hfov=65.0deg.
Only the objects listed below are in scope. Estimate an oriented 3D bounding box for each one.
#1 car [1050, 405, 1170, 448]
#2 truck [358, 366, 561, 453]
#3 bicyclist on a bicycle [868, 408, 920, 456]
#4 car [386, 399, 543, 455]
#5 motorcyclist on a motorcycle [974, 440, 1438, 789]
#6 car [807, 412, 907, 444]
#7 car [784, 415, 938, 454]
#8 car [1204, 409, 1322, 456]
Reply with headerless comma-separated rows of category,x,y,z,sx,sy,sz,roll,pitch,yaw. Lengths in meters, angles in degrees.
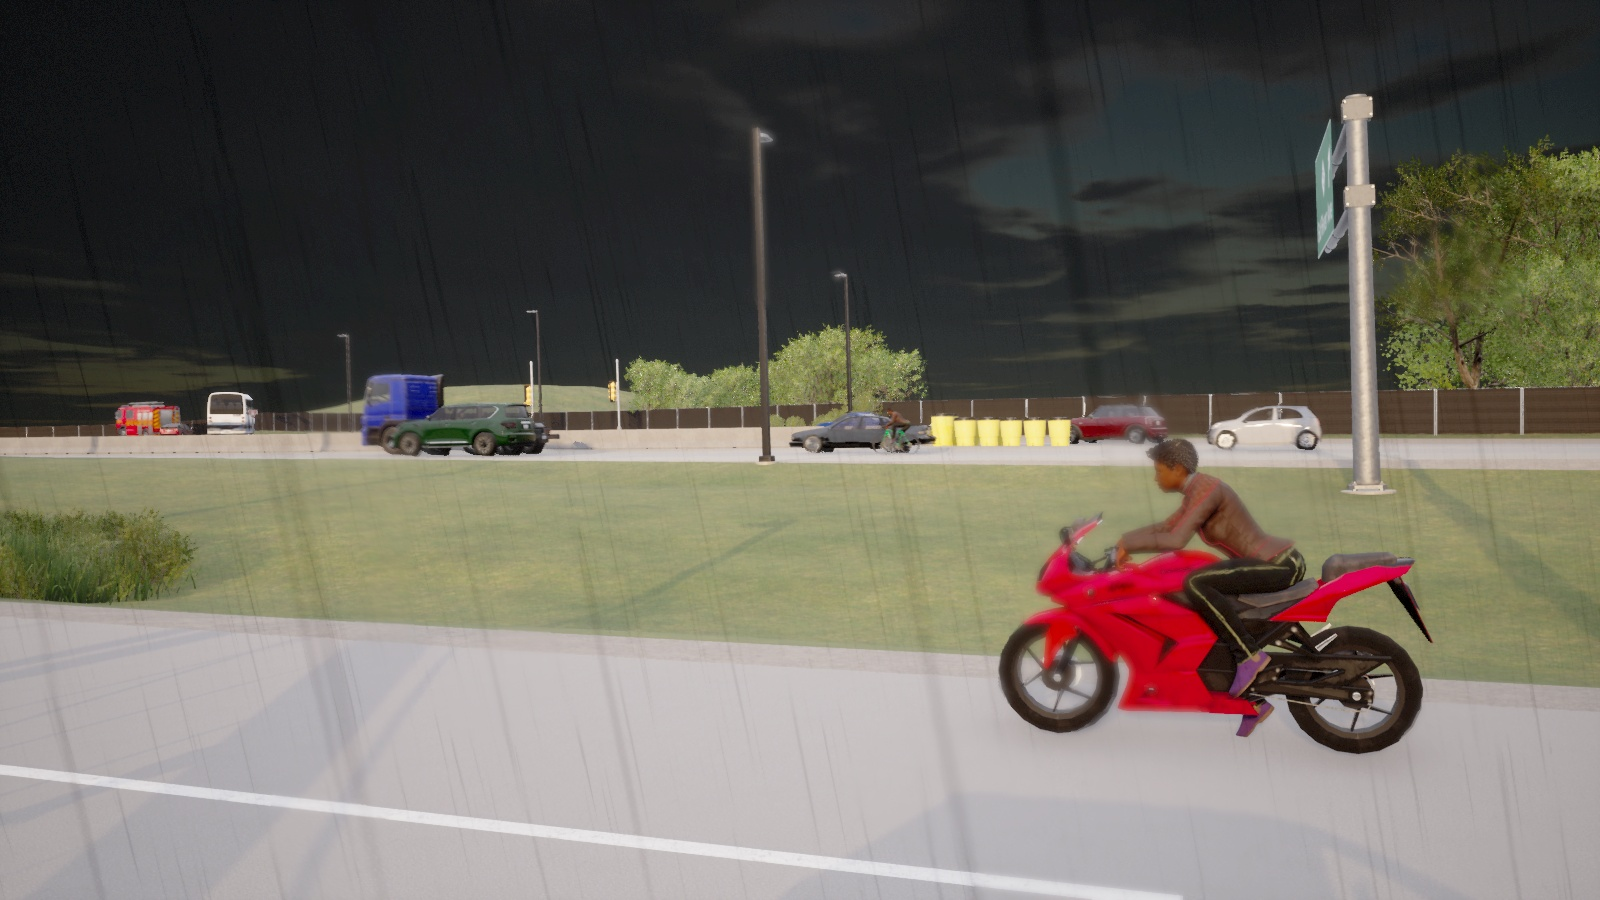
car,13.364,-1.030,54.258,4.553,1.767,2.097,1,2,39
truck,-14.218,-1.623,52.449,7.936,3.462,2.891,0,1,19
bicyclist on a bicycle,3.203,-0.608,42.681,1.656,1.620,0.582,0,1,19
car,-12.897,-0.869,48.292,5.566,2.045,2.150,0,1,19
motorcyclist on a motorcycle,1.955,0.718,6.226,2.044,1.523,0.797,0,1,19
car,2.843,-1.134,63.593,5.008,1.535,1.882,1,2,43
car,2.283,-0.565,46.709,5.357,1.411,2.033,0,1,19
car,15.489,-0.579,42.103,3.633,1.501,1.845,0,1,19
